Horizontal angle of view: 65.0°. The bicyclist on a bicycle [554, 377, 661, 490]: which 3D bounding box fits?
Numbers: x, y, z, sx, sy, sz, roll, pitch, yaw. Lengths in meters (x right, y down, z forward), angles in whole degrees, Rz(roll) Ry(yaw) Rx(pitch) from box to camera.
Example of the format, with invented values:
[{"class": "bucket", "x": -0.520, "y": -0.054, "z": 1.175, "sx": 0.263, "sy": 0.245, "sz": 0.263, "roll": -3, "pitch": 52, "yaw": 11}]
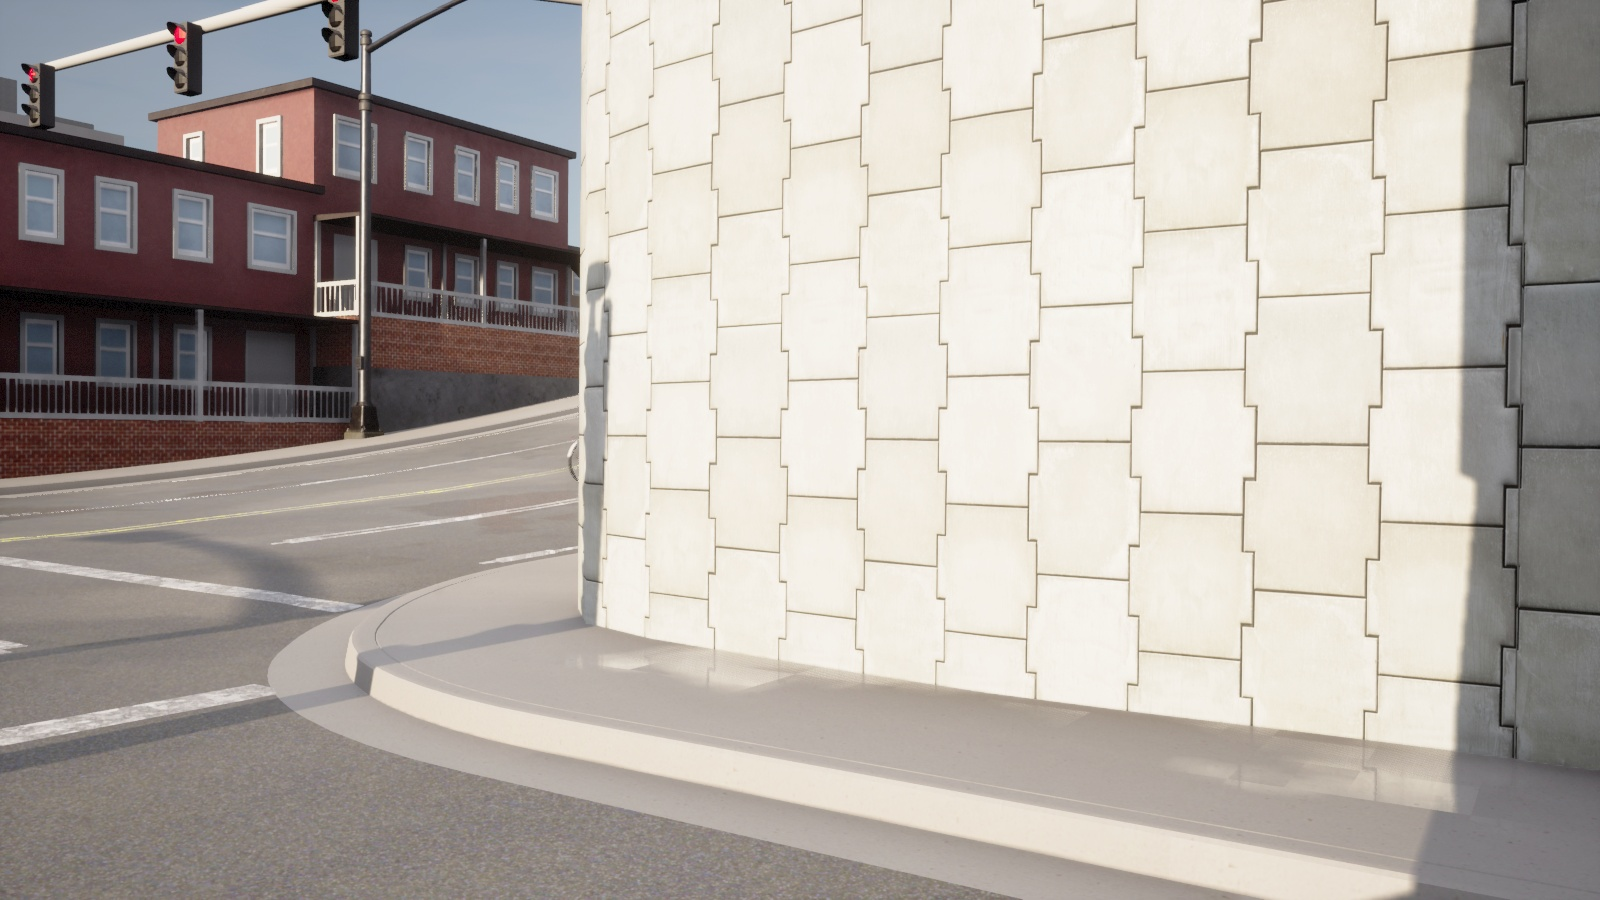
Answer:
[{"class": "bicyclist on a bicycle", "x": -3.346, "y": -0.322, "z": 22.030, "sx": 0.659, "sy": 1.776, "sz": 1.843, "roll": 0, "pitch": 7, "yaw": 33}]
